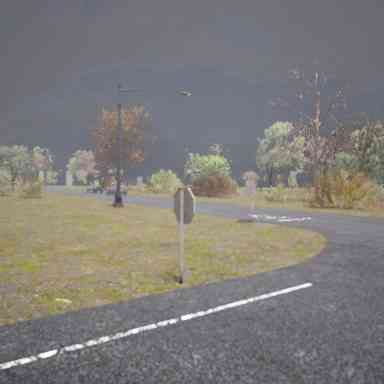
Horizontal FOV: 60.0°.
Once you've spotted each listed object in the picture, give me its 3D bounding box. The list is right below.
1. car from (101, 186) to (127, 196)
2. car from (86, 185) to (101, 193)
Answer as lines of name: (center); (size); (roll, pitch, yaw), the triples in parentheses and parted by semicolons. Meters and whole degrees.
car: (-11.771, -0.243, 51.778); (2.128, 1.511, 4.902); (0, 2, -36)
car: (-17.608, -0.552, 59.902); (1.837, 1.490, 4.892); (0, 2, -36)
